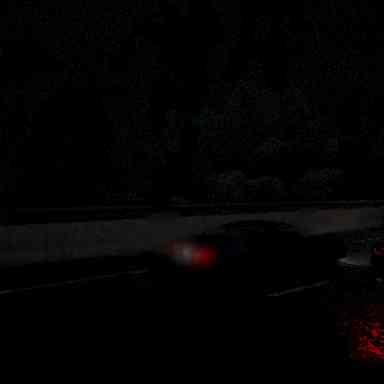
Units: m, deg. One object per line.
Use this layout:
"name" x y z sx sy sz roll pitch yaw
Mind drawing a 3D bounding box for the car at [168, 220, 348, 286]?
"car" 2.009 1.505 9.282 5.357 1.411 2.033 0 0 -32

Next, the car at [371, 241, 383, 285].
"car" 6.297 1.437 7.806 5.008 1.535 1.882 0 0 -31
